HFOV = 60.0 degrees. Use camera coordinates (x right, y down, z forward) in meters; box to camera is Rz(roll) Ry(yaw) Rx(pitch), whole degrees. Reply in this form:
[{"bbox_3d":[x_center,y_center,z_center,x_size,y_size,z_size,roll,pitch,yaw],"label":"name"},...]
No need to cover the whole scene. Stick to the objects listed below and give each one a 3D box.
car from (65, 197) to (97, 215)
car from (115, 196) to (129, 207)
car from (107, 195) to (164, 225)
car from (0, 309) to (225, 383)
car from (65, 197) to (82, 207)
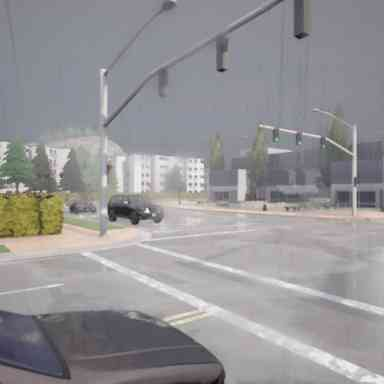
[{"bbox_3d":[-11.319,1.560,34.390,1.994,1.385,4.181,0,0,-33],"label":"car"},{"bbox_3d":[-10.837,1.470,51.038,1.882,1.535,5.008,0,0,-15],"label":"car"},{"bbox_3d":[-4.314,1.218,24.587,2.150,2.045,5.566,0,0,-39],"label":"car"},{"bbox_3d":[-2.241,1.548,2.168,5.357,1.411,2.033,0,0,-35],"label":"car"},{"bbox_3d":[-18.157,1.520,51.118,1.812,1.442,4.674,0,0,-11],"label":"car"}]
